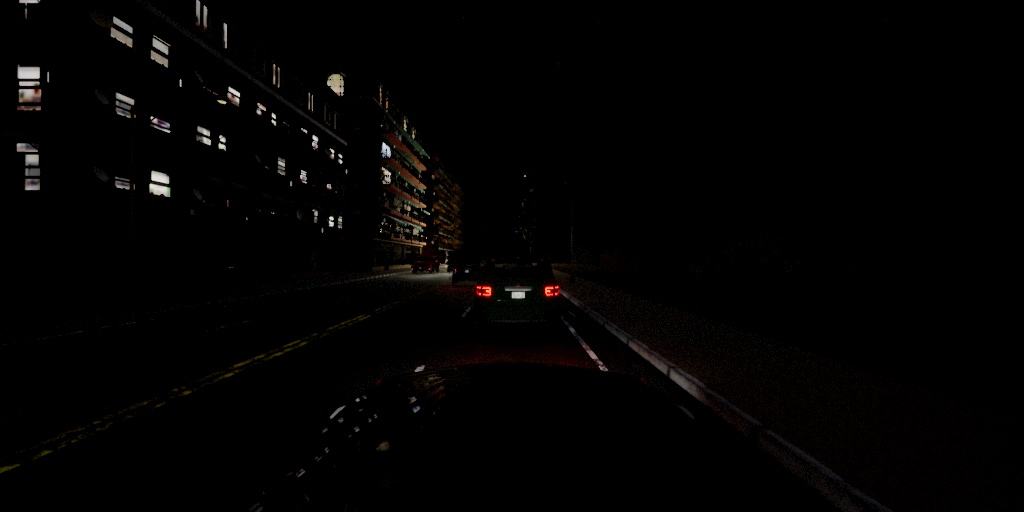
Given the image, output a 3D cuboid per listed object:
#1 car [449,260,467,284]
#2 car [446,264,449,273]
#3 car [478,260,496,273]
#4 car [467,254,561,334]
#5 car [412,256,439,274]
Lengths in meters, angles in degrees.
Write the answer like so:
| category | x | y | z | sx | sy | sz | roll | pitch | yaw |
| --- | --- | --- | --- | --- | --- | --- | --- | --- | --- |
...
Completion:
| category | x | y | z | sx | sy | sz | roll | pitch | yaw |
| --- | --- | --- | --- | --- | --- | --- | --- | --- | --- |
| car | -3.142 | 1.102 | 27.132 | 2.097 | 1.767 | 4.553 | 0 | 0 | 0 |
| car | -6.588 | 1.255 | 42.827 | 1.837 | 1.490 | 4.892 | 0 | 0 | 0 |
| car | -3.137 | 1.276 | 45.365 | 1.812 | 1.442 | 4.674 | 0 | 0 | 2 |
| car | 0.104 | 0.972 | 10.742 | 2.150 | 2.045 | 5.566 | 0 | 0 | -1 |
| car | -9.839 | 0.972 | 41.277 | 2.150 | 2.045 | 5.566 | 0 | 0 | 0 |
